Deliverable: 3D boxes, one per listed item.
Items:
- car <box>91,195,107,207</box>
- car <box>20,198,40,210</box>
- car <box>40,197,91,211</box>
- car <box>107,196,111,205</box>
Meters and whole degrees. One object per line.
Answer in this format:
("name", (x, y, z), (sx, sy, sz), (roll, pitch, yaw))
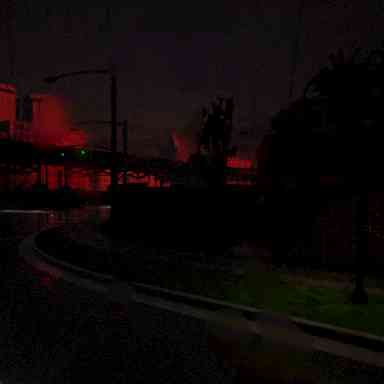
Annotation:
("car", (-12.958, 1.260, 47.970), (2.128, 1.511, 4.902), (0, 1, 37))
("car", (-18.475, 1.403, 40.665), (1.812, 1.442, 4.674), (0, 1, 37))
("car", (-14.908, 1.364, 39.579), (1.837, 1.490, 4.892), (0, 1, 37))
("car", (-8.966, 1.289, 47.450), (2.033, 1.411, 5.357), (0, 1, 37))
